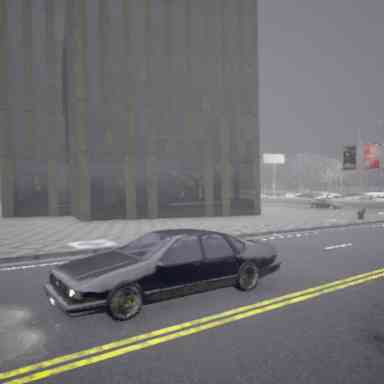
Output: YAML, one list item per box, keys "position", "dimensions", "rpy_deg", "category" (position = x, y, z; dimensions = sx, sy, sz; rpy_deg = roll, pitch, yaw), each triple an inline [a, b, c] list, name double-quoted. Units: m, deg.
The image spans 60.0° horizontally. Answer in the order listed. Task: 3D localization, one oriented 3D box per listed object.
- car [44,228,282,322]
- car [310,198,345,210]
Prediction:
- position: [-0.305, 1.556, 7.461]
  dimensions: [5.357, 1.411, 2.033]
  rpy_deg: [0, 0, -36]
  category: "car"
- position: [18.295, 1.669, 45.095]
  dimensions: [1.837, 1.490, 4.892]
  rpy_deg: [-2, 3, -26]
  category: "car"
